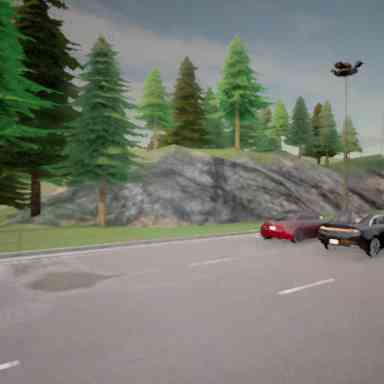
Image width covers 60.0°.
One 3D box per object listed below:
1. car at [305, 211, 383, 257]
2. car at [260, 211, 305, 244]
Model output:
[{"bbox_3d":[6.956,1.525,13.040,4.902,1.511,2.128,0,0,-35],"label":"car"},{"bbox_3d":[5.278,1.599,16.139,4.181,1.385,1.994,0,0,-35],"label":"car"}]
